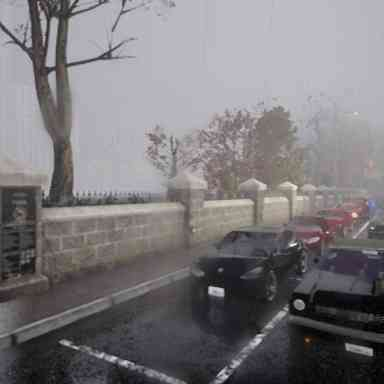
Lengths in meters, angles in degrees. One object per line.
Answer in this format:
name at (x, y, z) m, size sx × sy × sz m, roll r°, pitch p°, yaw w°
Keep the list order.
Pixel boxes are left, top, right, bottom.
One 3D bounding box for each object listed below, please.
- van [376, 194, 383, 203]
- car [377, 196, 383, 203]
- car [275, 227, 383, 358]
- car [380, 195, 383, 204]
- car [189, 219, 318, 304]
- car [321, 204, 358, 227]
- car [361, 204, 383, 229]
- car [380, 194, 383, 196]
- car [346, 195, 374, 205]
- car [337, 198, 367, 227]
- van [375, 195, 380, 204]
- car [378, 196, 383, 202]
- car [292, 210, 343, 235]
van at (40.077, 1.432, 70.600) m, size 1.690 × 1.788 × 3.998 m, roll 0°, pitch 0°, yaw 32°
car at (43.035, 1.686, 75.390) m, size 1.802 × 1.307 × 4.206 m, roll 0°, pitch 0°, yaw 32°
car at (3.173, 1.600, 5.917) m, size 1.895 × 1.301 × 4.718 m, roll 0°, pitch 0°, yaw 32°
car at (28.242, 1.615, 51.440) m, size 1.947 × 1.339 × 4.313 m, roll 0°, pitch 0°, yaw 32°
car at (1.616, 1.566, 8.329) m, size 1.947 × 1.339 × 4.313 m, roll 0°, pitch 0°, yaw 32°
car at (7.532, 1.545, 17.908) m, size 1.887 × 1.381 × 4.507 m, roll 0°, pitch 0°, yaw 32°
car at (10.159, 1.547, 17.041) m, size 2.033 × 1.411 × 5.357 m, roll 0°, pitch 0°, yaw 32°
car at (34.160, 1.383, 61.020) m, size 2.192 × 1.841 × 5.009 m, roll 0°, pitch 0°, yaw 32°
car at (13.448, 1.328, 27.488) m, size 2.192 × 1.841 × 5.009 m, roll 0°, pitch 0°, yaw 32°
car at (10.490, 1.446, 22.697) m, size 1.967 × 1.590 × 4.097 m, roll 0°, pitch 0°, yaw 32°
van at (22.325, 1.375, 41.860) m, size 1.690 × 1.788 × 3.998 m, roll 0°, pitch 0°, yaw 32°
car at (45.994, 1.662, 80.181) m, size 1.887 × 1.381 × 4.507 m, roll 0°, pitch 0°, yaw 32°
car at (4.575, 1.581, 13.120) m, size 1.802 × 1.307 × 4.206 m, roll 0°, pitch 0°, yaw 32°
